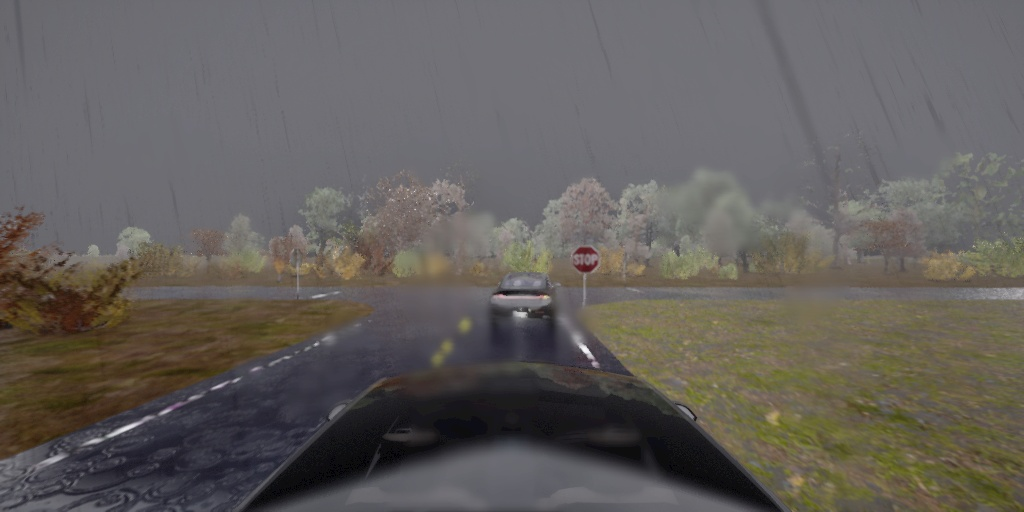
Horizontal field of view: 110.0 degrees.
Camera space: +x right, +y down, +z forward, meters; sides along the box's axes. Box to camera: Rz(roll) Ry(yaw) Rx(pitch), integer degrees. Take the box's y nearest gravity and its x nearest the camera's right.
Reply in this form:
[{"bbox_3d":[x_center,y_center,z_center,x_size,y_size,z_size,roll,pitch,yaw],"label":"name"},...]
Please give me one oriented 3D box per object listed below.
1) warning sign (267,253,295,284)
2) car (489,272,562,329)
[{"bbox_3d":[-15.884,0.927,24.425,1.060,1.860,1.300,0,0,1],"label":"warning sign"},{"bbox_3d":[0.513,1.258,11.326,2.128,1.511,4.902,0,0,7],"label":"car"}]
